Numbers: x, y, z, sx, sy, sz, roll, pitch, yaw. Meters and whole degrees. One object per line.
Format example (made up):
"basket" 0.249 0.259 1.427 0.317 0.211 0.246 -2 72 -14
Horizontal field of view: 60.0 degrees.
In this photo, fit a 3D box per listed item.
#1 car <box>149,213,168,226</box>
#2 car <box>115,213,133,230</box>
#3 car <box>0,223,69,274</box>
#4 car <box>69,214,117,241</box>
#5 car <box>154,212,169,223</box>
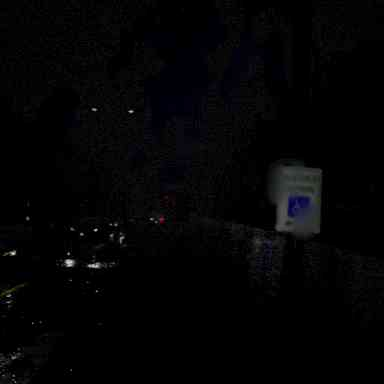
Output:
"car" -4.348 3.522 42.283 1.812 1.442 4.674 3 -3 -1
"car" -6.862 2.795 32.136 2.128 1.511 4.902 3 -3 -2
"car" -6.141 1.839 11.783 1.812 1.442 4.674 3 -3 -4
"car" -6.497 2.301 21.742 1.812 1.442 4.674 3 -3 -2
"car" -4.773 4.042 52.609 2.128 1.511 4.902 3 -3 -2
